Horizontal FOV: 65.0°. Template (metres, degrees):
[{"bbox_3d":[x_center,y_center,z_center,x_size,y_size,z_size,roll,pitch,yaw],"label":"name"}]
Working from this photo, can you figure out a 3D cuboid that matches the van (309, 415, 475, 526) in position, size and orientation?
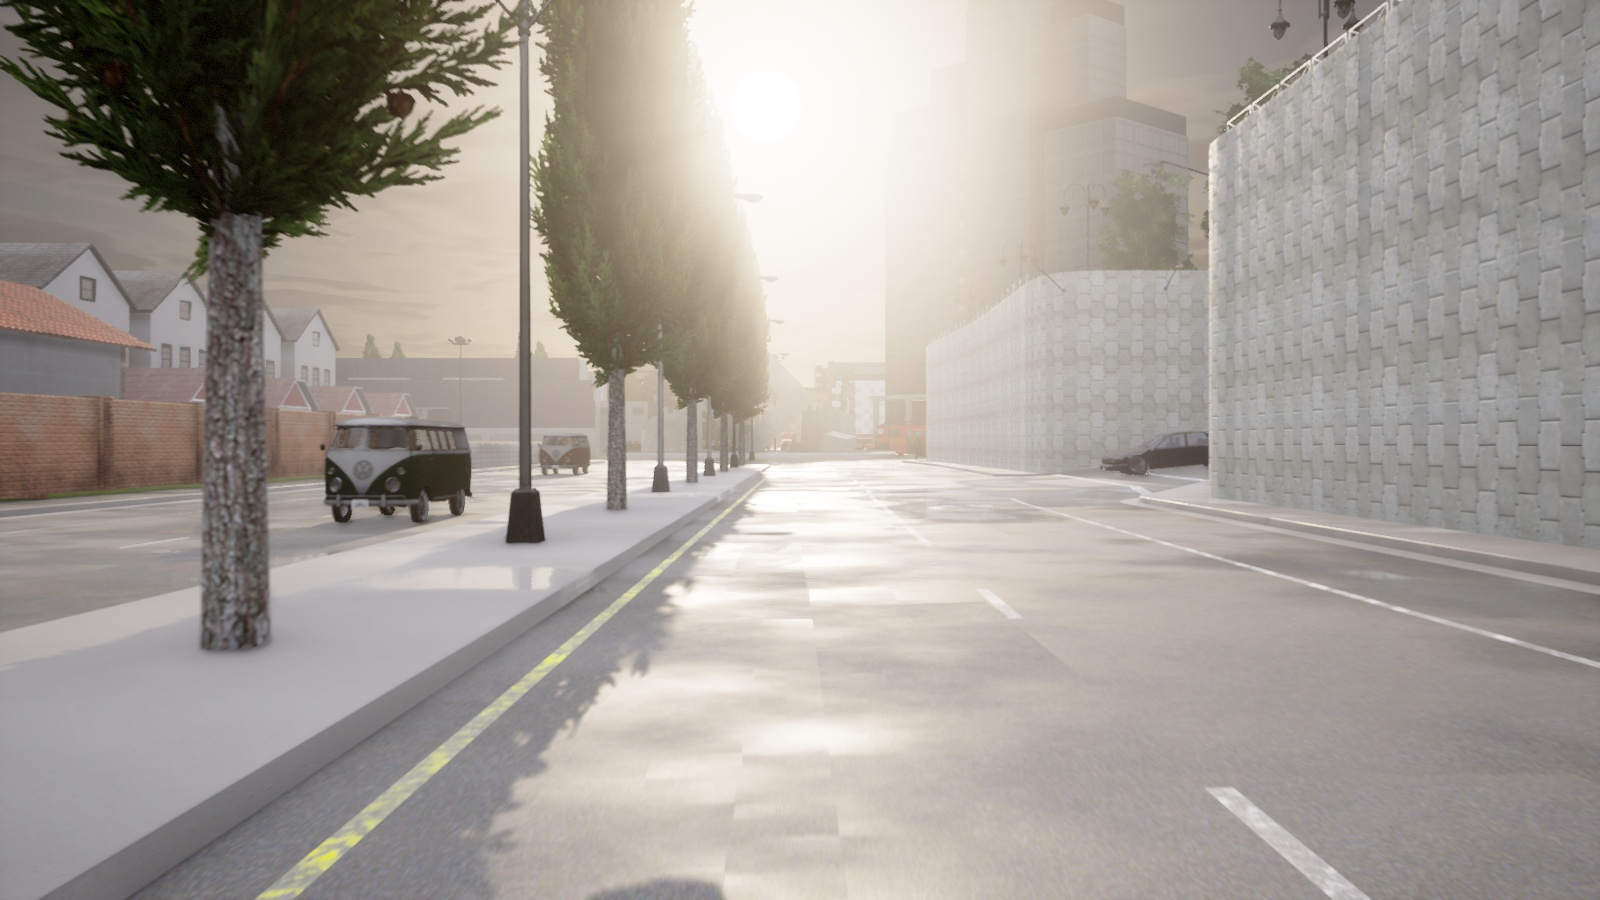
[{"bbox_3d":[-7.845,0.354,24.591,1.775,1.987,4.442,0,0,0],"label":"van"}]

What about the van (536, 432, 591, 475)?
[{"bbox_3d":[-11.147,0.155,59.452,1.775,1.987,4.442,0,0,0],"label":"van"}]

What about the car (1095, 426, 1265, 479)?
[{"bbox_3d":[13.465,0.087,44.743,5.357,1.411,2.033,-5,0,2],"label":"car"}]
